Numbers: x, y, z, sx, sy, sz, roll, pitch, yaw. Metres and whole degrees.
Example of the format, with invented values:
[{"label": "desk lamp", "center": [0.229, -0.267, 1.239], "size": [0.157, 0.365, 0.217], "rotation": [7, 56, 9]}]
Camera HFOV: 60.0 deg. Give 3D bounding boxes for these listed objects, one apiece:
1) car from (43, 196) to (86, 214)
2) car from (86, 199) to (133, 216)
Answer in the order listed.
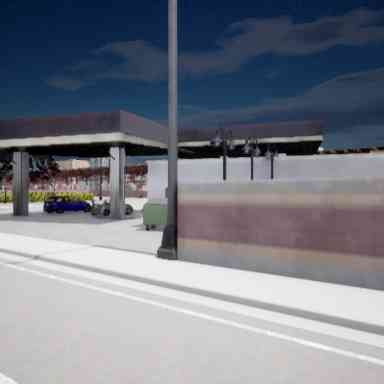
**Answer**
[{"label": "car", "center": [-12.351, 1.265, 33.281], "size": [2.242, 1.667, 4.611], "rotation": [0, 0, 37]}, {"label": "car", "center": [-7.276, 1.425, 30.483], "size": [1.970, 1.475, 3.806], "rotation": [0, 0, 37]}]
